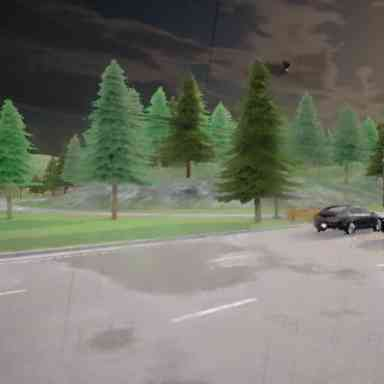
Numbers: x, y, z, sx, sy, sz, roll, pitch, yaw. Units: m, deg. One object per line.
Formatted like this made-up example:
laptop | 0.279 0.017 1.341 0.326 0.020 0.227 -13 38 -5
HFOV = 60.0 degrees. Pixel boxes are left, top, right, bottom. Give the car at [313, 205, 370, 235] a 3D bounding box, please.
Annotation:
car | 8.800 1.477 18.620 4.892 1.490 1.837 0 0 -35

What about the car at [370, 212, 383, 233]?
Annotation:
car | 10.865 1.464 15.795 4.902 1.511 2.128 0 0 -35
